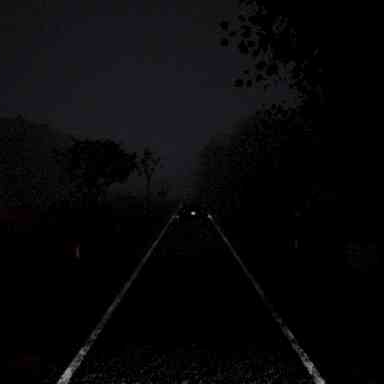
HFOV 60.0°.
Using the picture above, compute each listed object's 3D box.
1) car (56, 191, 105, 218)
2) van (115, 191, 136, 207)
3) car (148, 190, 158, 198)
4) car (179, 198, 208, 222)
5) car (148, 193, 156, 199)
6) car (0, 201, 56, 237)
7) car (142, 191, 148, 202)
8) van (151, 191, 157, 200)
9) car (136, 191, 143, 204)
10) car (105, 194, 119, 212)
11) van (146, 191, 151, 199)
[{"bbox_3d":[-9.062,0.957,26.343,2.435,2.045,5.566,0,0,1],"label":"car"},{"bbox_3d":[-9.100,0.900,44.059,1.878,1.987,4.442,0,0,2],"label":"van"},{"bbox_3d":[-10.448,0.664,88.491,2.435,2.045,5.566,1,-1,-9],"label":"car"},{"bbox_3d":[0.085,1.364,23.924,1.994,1.385,4.181,0,0,0],"label":"car"},{"bbox_3d":[-9.920,0.983,82.955,2.002,1.452,4.674,0,-1,-5],"label":"car"},{"bbox_3d":[-9.045,1.222,16.460,2.097,1.535,5.008,0,0,2],"label":"car"},{"bbox_3d":[-9.114,1.090,55.256,2.163,1.488,4.792,0,-1,-2],"label":"car"},{"bbox_3d":[-9.300,0.767,71.718,1.878,1.987,4.442,0,-1,-2],"label":"van"},{"bbox_3d":[-9.105,1.082,49.745,2.231,1.521,4.892,0,-1,-2],"label":"car"},{"bbox_3d":[-9.075,1.207,33.089,2.002,1.452,4.674,0,0,0],"label":"car"},{"bbox_3d":[-9.128,0.809,61.767,1.878,1.987,4.442,0,-1,-3],"label":"van"}]
